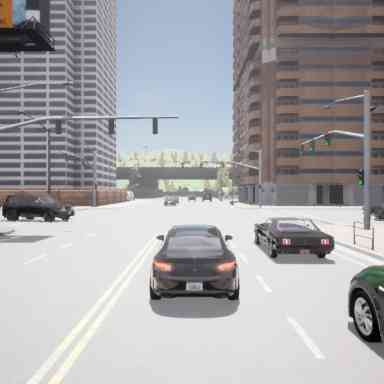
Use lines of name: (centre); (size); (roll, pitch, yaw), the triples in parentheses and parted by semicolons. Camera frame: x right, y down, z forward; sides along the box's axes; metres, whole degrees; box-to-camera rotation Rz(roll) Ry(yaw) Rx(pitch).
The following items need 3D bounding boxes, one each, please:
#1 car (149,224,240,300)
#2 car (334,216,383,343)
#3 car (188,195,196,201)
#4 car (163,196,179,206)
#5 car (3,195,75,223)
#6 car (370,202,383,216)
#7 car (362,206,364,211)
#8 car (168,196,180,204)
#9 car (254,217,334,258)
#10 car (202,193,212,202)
car: (0.062, 1.526, 8.249); (1.812, 1.442, 4.674); (0, 0, 0)
car: (3.601, 1.352, 3.617); (2.097, 1.767, 4.553); (0, 0, 0)
car: (0.014, 1.425, 77.292); (1.837, 1.490, 4.892); (0, 0, 0)
car: (-3.590, 1.492, 54.818); (2.128, 1.511, 4.902); (0, 0, -1)
car: (-11.794, 1.222, 25.621); (5.566, 2.045, 2.150); (0, 0, 16)
car: (17.022, 1.564, 26.557); (4.181, 1.385, 1.994); (0, 0, 0)
car: (19.963, 1.601, 33.724); (4.718, 1.301, 1.895); (0, 0, 1)
car: (-3.530, 1.492, 65.222); (2.128, 1.511, 4.902); (0, 0, 1)
car: (3.605, 1.601, 12.702); (1.895, 1.301, 4.718); (0, 0, 1)
car: (3.514, 1.225, 78.002); (2.150, 2.045, 5.566); (0, 0, 0)
